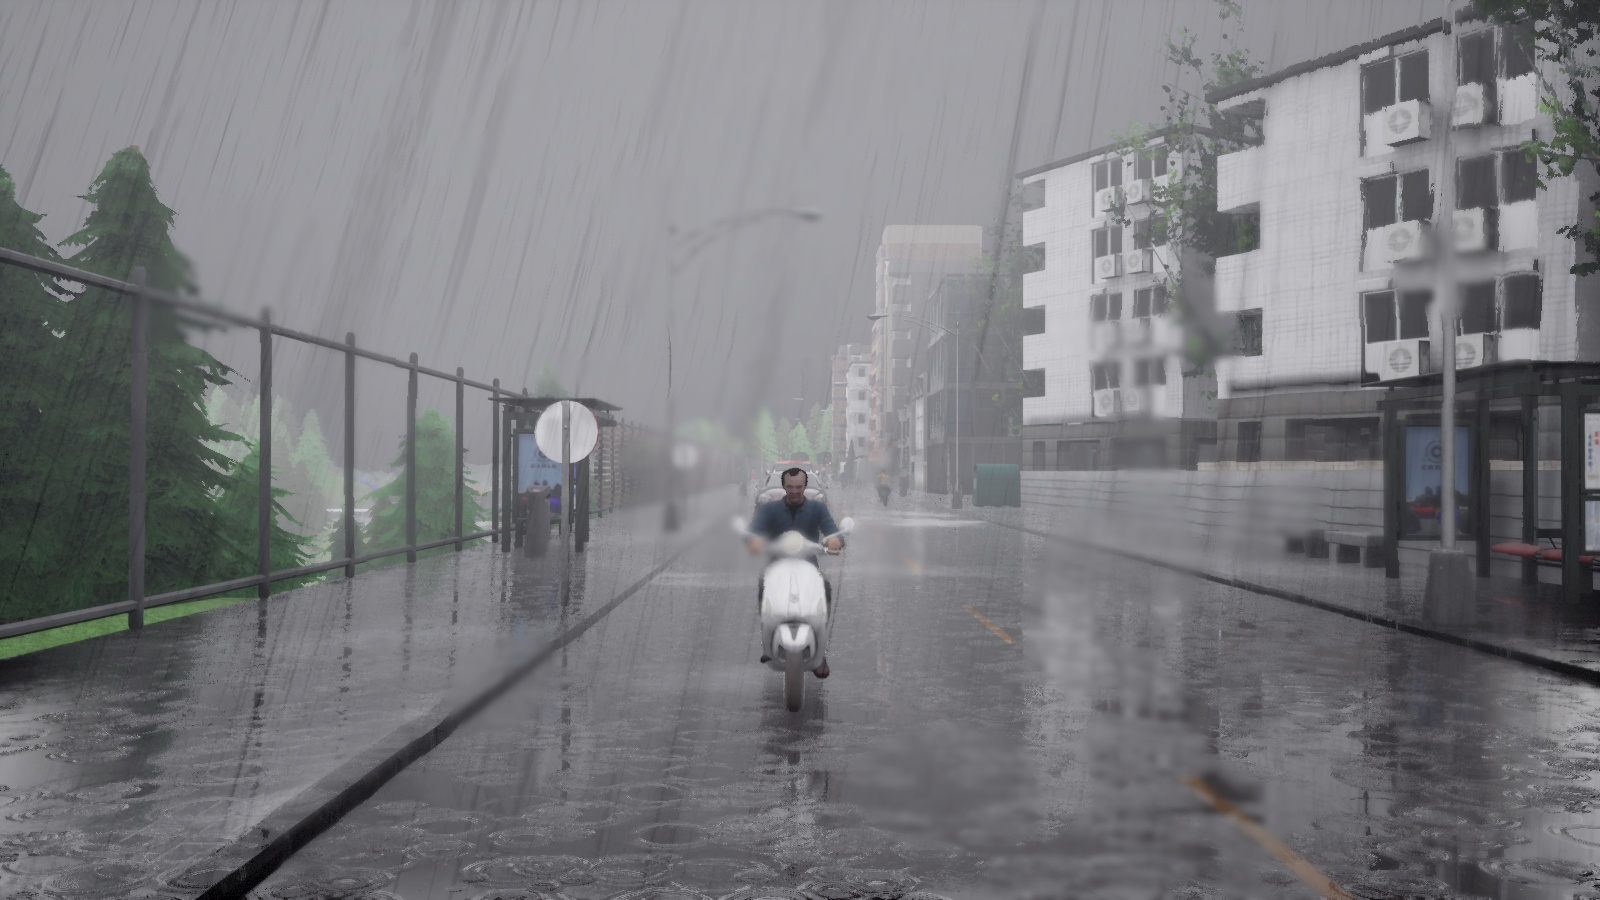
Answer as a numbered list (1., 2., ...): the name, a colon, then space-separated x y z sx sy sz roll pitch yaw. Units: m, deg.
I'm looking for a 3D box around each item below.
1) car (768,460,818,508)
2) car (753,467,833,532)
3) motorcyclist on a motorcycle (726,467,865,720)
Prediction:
1. car: -0.319 1.479 56.376 2.150 2.045 5.566 0 -1 0
2. car: -0.189 1.325 34.572 2.033 1.649 4.856 0 -1 0
3. motorcyclist on a motorcycle: -0.033 0.916 8.823 0.866 1.590 1.817 0 -1 0
